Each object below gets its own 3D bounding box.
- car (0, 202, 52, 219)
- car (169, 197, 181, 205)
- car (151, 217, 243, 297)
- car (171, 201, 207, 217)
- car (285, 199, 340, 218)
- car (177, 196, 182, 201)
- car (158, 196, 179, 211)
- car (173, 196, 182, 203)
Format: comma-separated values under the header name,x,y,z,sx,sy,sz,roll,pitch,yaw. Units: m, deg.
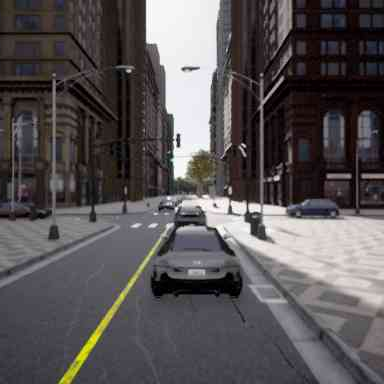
name,x,y,z,sx,sy,sz,roll,pitch,yaw
car,-14.127,1.518,27.042,5.357,1.411,2.033,0,0,0
car,-3.078,1.604,61.330,2.033,1.411,5.357,0,0,0
car,0.097,1.571,8.640,1.994,1.385,4.181,0,0,0
car,-0.148,1.519,19.923,1.837,1.490,4.892,0,0,-3
car,10.852,1.410,30.289,4.553,1.767,2.097,0,0,1
car,-3.109,1.531,51.017,2.128,1.511,4.902,0,0,0
car,-3.106,1.577,41.256,2.033,1.411,5.357,0,0,0
car,-3.025,1.602,71.664,1.812,1.442,4.674,0,0,0
